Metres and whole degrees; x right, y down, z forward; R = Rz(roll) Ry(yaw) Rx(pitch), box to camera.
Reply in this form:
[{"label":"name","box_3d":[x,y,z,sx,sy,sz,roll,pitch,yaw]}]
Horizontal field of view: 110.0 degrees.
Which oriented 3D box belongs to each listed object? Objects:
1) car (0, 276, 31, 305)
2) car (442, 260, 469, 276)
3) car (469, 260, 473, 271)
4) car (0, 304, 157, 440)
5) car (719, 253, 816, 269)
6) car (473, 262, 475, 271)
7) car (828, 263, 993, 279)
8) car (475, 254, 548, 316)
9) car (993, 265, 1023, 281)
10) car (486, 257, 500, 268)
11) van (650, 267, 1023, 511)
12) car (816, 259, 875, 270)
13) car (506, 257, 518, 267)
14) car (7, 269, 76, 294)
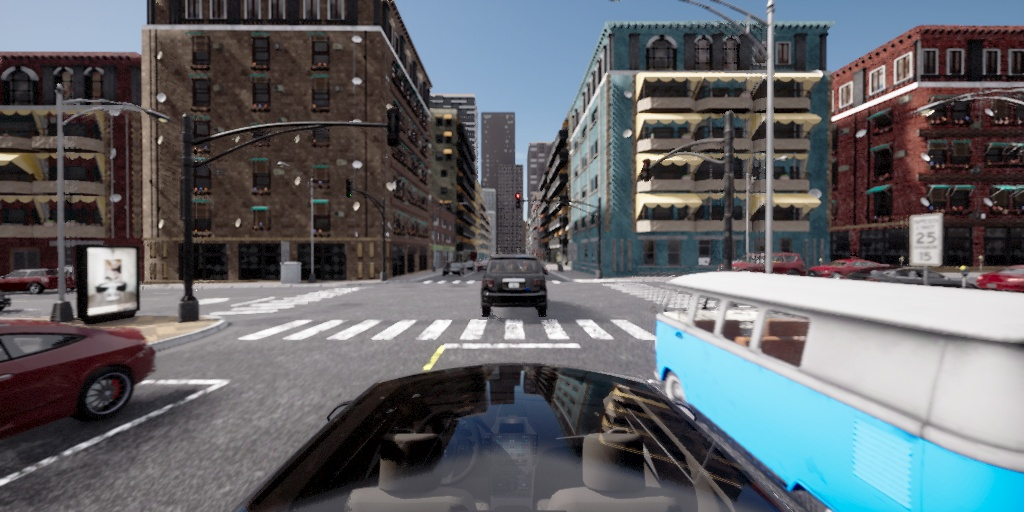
[{"label":"car","box_3d":[-22.405,1.616,13.956,4.403,1.370,2.007,0,0,0]},{"label":"car","box_3d":[-5.723,1.260,35.606,1.948,1.339,4.313,0,0,0]},{"label":"car","box_3d":[-5.732,1.246,46.654,1.948,1.339,4.313,0,0,0]},{"label":"car","box_3d":[-5.694,1.329,3.202,1.802,1.307,4.207,0,0,0]},{"label":"car","box_3d":[15.753,0.745,22.773,5.009,1.841,2.192,0,0,0]},{"label":"car","box_3d":[-3.131,1.162,42.929,1.882,1.535,5.008,0,0,0]},{"label":"car","box_3d":[15.782,1.075,14.393,4.313,1.339,1.948,0,0,0]},{"label":"car","box_3d":[0.072,0.953,13.397,2.150,2.045,5.566,0,0,0]},{"label":"car","box_3d":[21.352,1.011,14.437,4.207,1.307,1.802,0,0,0]},{"label":"car","box_3d":[-3.101,1.016,60.501,2.097,1.767,4.553,0,0,0]},{"label":"van","box_3d":[2.687,1.088,3.208,1.690,1.789,3.998,0,0,0]},{"label":"car","box_3d":[21.324,0.894,22.818,4.507,1.381,1.888,0,0,0]},{"label":"car","box_3d":[-0.058,1.011,65.440,2.097,1.767,4.553,0,0,0]},{"label":"car","box_3d":[-30.280,1.537,22.532,4.097,1.591,1.967,0,0,0]}]
